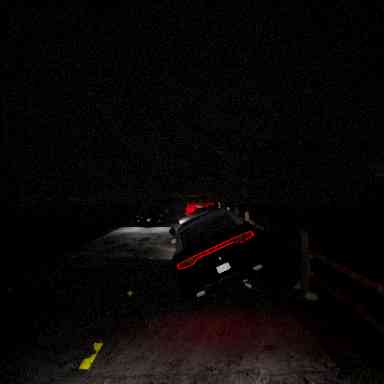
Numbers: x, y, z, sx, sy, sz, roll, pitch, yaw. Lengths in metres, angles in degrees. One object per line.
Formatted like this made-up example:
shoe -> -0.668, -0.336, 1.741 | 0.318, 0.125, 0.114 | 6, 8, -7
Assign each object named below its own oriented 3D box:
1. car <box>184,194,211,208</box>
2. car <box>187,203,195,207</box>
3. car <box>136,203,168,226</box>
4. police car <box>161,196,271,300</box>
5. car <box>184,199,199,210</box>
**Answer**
car -> 0.677, 1.238, 24.480 | 2.150, 2.045, 5.566 | -3, -2, 3
car -> 0.791, 1.569, 18.537 | 1.812, 1.442, 4.674 | 0, 0, 0
car -> -2.796, 1.569, 23.862 | 1.837, 1.490, 4.892 | 0, 0, 0
police car -> 0.484, 1.210, 8.657 | 1.930, 1.638, 5.238 | -25, 0, 0
car -> -0.074, 1.730, 46.471 | 2.033, 1.411, 5.357 | 0, 0, 0
